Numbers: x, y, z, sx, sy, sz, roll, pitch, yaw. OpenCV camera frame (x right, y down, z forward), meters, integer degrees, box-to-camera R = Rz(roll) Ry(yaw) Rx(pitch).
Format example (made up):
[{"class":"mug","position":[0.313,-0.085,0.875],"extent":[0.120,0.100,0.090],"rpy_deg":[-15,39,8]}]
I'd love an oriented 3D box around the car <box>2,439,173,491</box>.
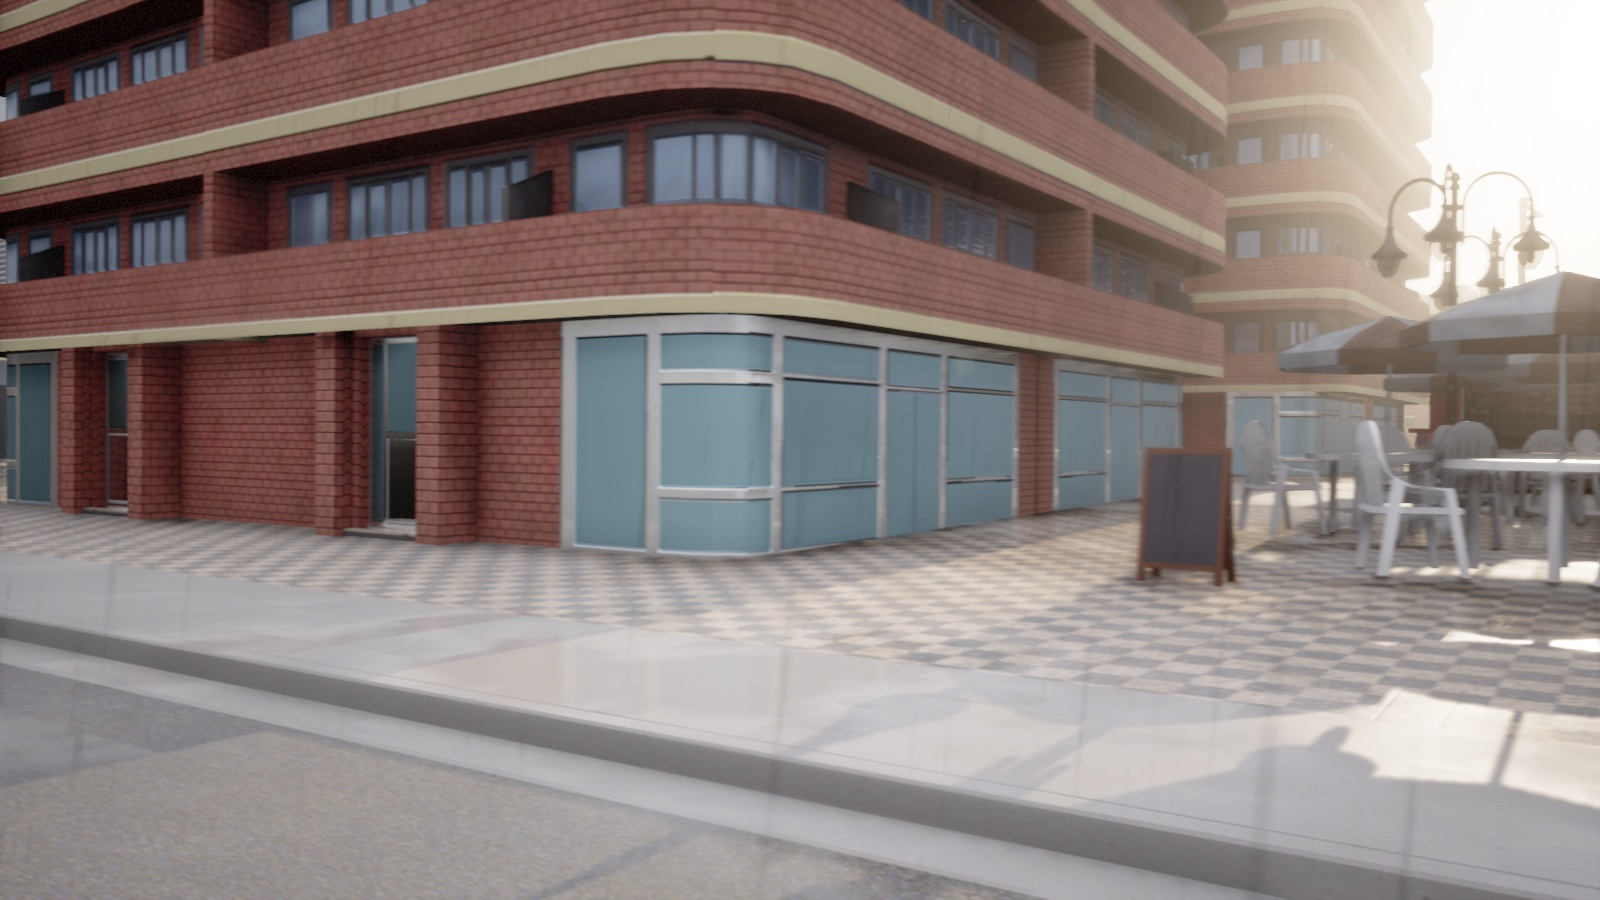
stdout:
[{"class":"car","position":[-21.761,0.417,38.507],"extent":[1.816,1.474,4.193],"rpy_deg":[0,1,33]}]
